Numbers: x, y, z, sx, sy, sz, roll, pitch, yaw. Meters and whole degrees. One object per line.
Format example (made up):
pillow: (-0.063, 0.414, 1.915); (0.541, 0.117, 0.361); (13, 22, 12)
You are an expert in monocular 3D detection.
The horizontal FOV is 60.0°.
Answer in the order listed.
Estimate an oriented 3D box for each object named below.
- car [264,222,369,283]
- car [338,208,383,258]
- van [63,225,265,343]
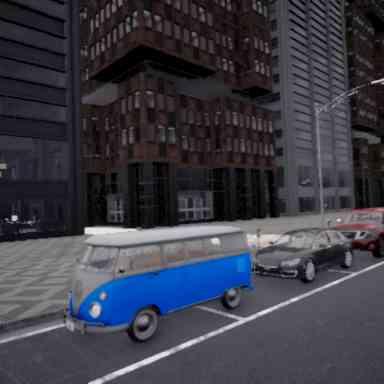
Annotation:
car: (3.680, 1.878, 10.695); (4.403, 1.369, 2.008); (0, -3, -43)
car: (7.801, 1.656, 14.548); (5.009, 1.841, 2.192); (0, -3, -43)
van: (-0.456, 1.656, 6.862); (3.998, 1.788, 1.690); (0, -3, -43)
